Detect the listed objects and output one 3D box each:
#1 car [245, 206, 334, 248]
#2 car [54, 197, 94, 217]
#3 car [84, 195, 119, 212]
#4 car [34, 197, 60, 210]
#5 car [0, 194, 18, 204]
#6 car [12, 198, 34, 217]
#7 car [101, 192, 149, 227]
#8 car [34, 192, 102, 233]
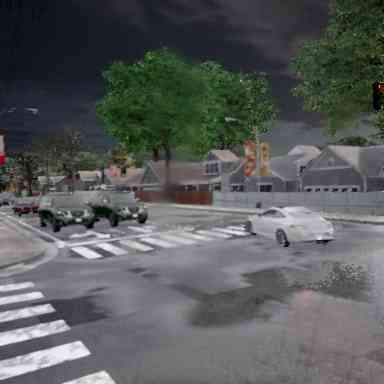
[{"bbox_3d":[3.830,1.290,13.692,1.812,1.442,4.674,-2,2,-14],"label":"car"},{"bbox_3d":[-10.779,1.267,30.188,2.128,1.511,4.902,-3,2,-35],"label":"car"},{"bbox_3d":[-9.418,1.138,34.228,1.837,1.490,4.892,-3,2,-35],"label":"car"},{"bbox_3d":[-17.146,1.318,39.280,1.994,1.385,4.181,-3,2,-35],"label":"car"},{"bbox_3d":[-24.225,0.940,43.777,2.097,1.767,4.553,-3,2,-35],"label":"car"},{"bbox_3d":[-15.455,1.498,31.197,1.895,1.301,4.718,-3,2,-35],"label":"car"},{"bbox_3d":[-4.893,1.020,21.801,2.150,2.045,5.566,-3,2,-34],"label":"car"},{"bbox_3d":[-7.675,1.148,20.109,2.150,2.045,5.566,-3,2,-35],"label":"car"}]
